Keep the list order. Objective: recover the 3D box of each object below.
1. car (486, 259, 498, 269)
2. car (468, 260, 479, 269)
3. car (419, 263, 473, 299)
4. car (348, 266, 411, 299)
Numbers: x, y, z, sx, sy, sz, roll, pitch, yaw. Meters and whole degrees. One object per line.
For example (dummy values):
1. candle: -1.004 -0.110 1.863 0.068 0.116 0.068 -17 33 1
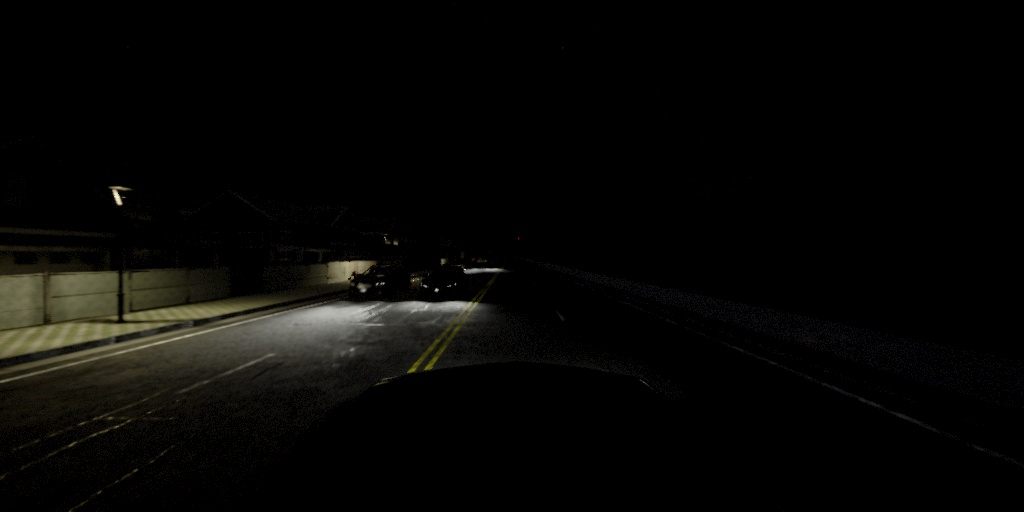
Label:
1. car: -3.324 1.289 59.810 2.128 1.511 4.902 0 0 1
2. car: -6.565 1.398 59.790 1.895 1.301 4.718 0 0 1
3. car: -3.357 1.272 18.377 1.837 1.490 4.892 0 0 0
4. car: -6.607 1.258 18.410 2.128 1.511 4.902 0 0 0
